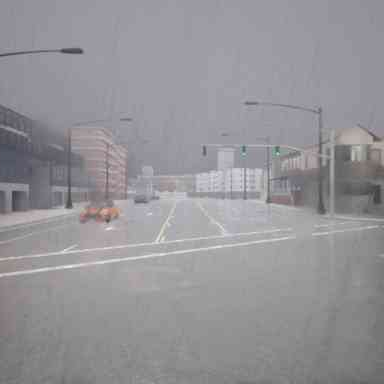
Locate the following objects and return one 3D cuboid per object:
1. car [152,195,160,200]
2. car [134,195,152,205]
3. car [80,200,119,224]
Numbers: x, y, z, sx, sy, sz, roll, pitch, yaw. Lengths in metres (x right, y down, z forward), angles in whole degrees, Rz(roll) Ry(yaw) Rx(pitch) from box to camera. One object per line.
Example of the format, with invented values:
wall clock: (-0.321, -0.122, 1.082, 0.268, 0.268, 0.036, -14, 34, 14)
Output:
car: (-8.484, 1.227, 76.399, 1.895, 1.301, 4.718, 0, -1, -2)
car: (-7.780, 1.166, 51.335, 1.882, 1.535, 5.008, 0, 1, -2)
car: (-7.066, 1.412, 25.671, 2.097, 1.767, 4.553, 0, 0, -2)
